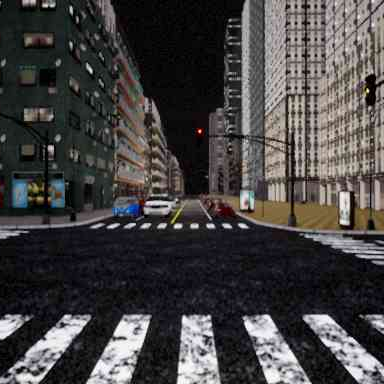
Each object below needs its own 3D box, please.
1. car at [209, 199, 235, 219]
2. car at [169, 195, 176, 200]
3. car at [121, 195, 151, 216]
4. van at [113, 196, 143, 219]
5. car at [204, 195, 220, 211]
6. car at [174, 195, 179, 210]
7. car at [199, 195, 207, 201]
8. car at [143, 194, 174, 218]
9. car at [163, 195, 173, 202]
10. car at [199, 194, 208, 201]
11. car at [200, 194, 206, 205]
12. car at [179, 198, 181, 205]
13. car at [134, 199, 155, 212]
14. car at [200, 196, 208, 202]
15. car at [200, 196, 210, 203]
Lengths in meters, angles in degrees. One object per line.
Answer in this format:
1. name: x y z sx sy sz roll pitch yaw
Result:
1. car: 2.743 1.579 28.666 1.802 1.307 4.206 0 0 0
2. car: -5.533 1.599 95.012 1.947 1.339 4.313 0 0 0
3. car: -5.628 1.313 34.208 2.192 1.841 5.009 0 0 0
4. van: -5.637 1.338 28.680 1.690 1.788 3.998 0 0 0
5. car: 2.761 1.439 39.722 1.967 1.590 4.097 0 0 0
6. car: -3.021 1.524 42.701 1.812 1.442 4.674 0 0 0
7. car: 2.839 1.578 89.469 2.008 1.369 4.403 0 0 0
8. car: -3.055 1.219 30.517 2.150 2.045 5.566 0 0 -1
9. car: -5.558 1.458 78.428 1.967 1.590 4.097 0 0 0
10. car: 2.832 1.337 83.942 2.192 1.841 5.009 0 0 0
11. car: 2.787 1.444 56.304 1.967 1.590 4.097 0 0 0
12. car: -2.960 1.552 58.483 2.033 1.411 5.357 0 0 1
13. car: -5.621 1.543 39.736 1.887 1.381 4.507 0 0 0
14. car: 2.821 1.600 78.414 1.802 1.307 4.206 0 0 0
15. car: 2.813 1.559 72.887 1.887 1.381 4.507 0 0 0
